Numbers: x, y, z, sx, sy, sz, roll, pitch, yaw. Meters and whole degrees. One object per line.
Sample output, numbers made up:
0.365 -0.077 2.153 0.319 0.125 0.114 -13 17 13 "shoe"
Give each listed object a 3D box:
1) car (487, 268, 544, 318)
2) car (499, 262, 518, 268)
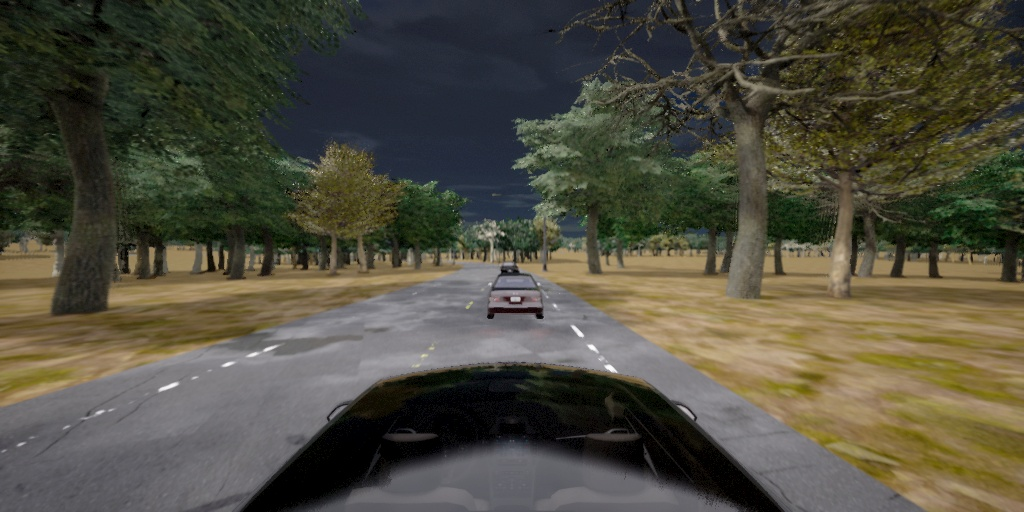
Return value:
0.098 1.319 13.001 2.033 1.411 5.357 0 0 0 "car"
-0.339 1.325 38.246 1.882 1.535 5.008 -1 0 -2 "car"
